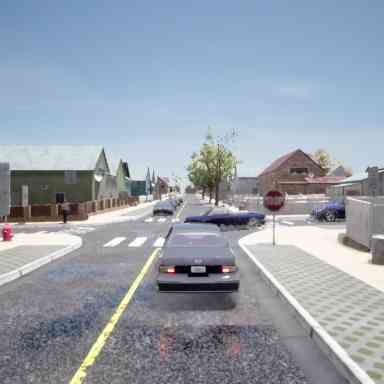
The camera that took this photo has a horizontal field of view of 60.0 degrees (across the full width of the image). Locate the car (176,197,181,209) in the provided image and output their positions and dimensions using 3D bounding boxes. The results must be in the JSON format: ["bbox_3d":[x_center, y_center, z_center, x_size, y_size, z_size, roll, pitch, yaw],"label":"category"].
[{"bbox_3d":[-2.818,1.565,42.545,1.994,1.385,4.181,0,0,0],"label":"car"}]

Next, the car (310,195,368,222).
[{"bbox_3d":[10.406,1.067,22.568,4.553,1.767,2.097,-2,-1,2],"label":"car"}]

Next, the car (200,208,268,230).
[{"bbox_3d":[1.940,1.556,19.474,4.718,1.301,1.895,-2,-1,0],"label":"car"}]

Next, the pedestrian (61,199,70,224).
[{"bbox_3d":[-9.673,1.462,25.301,0.375,1.860,0.375,0,0,0],"label":"pedestrian"}]

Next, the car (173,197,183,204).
[{"bbox_3d":[-2.726,1.592,66.334,1.895,1.301,4.718,0,0,0],"label":"car"}]

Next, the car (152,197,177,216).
[{"bbox_3d":[-2.794,1.549,32.754,2.033,1.411,5.357,0,0,-1],"label":"car"}]

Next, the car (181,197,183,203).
[{"bbox_3d":[-2.801,1.490,52.878,2.128,1.511,4.902,0,0,0],"label":"car"}]

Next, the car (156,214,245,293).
[{"bbox_3d":[0.080,1.550,8.972,2.033,1.411,5.357,0,0,-1],"label":"car"}]
